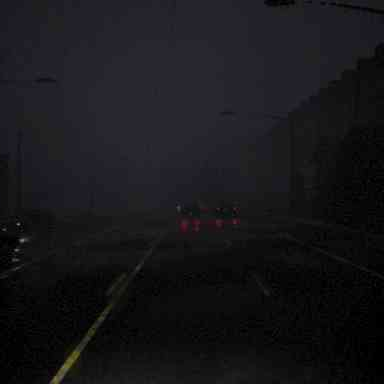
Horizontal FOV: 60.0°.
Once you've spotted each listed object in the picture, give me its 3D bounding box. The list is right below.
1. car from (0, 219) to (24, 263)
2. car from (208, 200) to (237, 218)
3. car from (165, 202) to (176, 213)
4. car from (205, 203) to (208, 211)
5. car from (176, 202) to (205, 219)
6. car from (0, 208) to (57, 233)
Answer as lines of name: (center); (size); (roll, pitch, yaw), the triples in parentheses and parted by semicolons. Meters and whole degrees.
car: (-7.118, 1.702, 9.701); (1.895, 1.301, 4.718); (0, -1, 0)
car: (3.195, 1.691, 34.098); (2.097, 1.767, 4.553); (0, -1, -4)
car: (-1.970, 1.979, 43.152); (2.033, 1.411, 5.357); (0, -1, -21)
car: (1.125, 2.042, 44.293); (1.895, 1.301, 4.718); (0, -1, -20)
car: (-0.230, 1.817, 32.593); (2.128, 1.511, 4.902); (0, -1, -3)
car: (-10.584, 1.766, 21.476); (2.033, 1.411, 5.357); (0, -1, 0)
